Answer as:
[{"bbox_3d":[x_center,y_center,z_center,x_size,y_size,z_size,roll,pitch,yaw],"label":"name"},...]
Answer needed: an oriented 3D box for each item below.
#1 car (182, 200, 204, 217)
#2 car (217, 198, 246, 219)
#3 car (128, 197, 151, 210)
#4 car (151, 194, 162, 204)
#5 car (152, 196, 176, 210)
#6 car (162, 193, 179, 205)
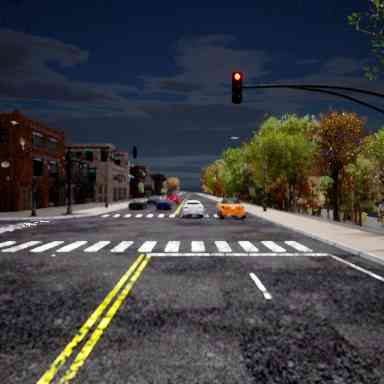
[{"bbox_3d":[0.091,1.486,30.362,1.812,1.442,4.674,0,0,0],"label":"car"},{"bbox_3d":[3.354,1.313,29.124,2.097,1.767,4.553,0,0,0],"label":"car"},{"bbox_3d":[-6.618,1.548,40.994,1.895,1.301,4.718,0,0,0],"label":"car"},{"bbox_3d":[-6.640,1.476,57.435,2.033,1.411,5.357,0,0,0],"label":"car"},{"bbox_3d":[-3.369,1.548,41.003,1.895,1.301,4.718,0,0,0],"label":"car"},{"bbox_3d":[-3.393,1.150,57.670,2.150,2.045,5.566,0,0,0],"label":"car"}]
